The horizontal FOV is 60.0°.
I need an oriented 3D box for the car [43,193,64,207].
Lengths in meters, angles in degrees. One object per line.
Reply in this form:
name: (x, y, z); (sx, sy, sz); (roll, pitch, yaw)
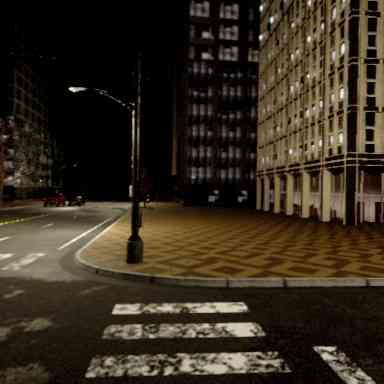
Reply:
car: (-21.031, 1.186, 51.173); (2.150, 2.045, 5.566); (1, 0, -7)

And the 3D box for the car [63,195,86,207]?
car: (-17.811, 1.503, 51.580); (2.128, 1.511, 4.902); (1, 0, -7)
